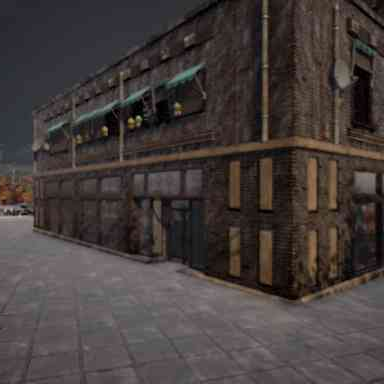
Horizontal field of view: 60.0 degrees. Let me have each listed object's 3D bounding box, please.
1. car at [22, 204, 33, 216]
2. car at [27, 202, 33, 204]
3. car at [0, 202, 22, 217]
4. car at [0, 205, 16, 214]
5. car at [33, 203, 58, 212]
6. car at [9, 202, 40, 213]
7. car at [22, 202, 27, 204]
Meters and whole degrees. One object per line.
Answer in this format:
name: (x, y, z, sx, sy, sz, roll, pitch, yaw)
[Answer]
car: (-25.898, 2.867, 49.141, 4.792, 1.488, 2.163, 0, -2, 20)
car: (-24.043, 2.938, 54.400, 4.553, 1.767, 2.185, 0, -2, 20)
car: (-26.849, 2.587, 46.530, 4.553, 1.767, 2.185, 0, -3, 20)
car: (-35.235, 3.139, 61.255, 5.366, 1.575, 1.946, 0, -2, 20)
car: (-31.613, 3.334, 71.811, 4.553, 1.767, 2.185, 0, -1, 20)
car: (-33.521, 3.066, 66.572, 5.566, 2.045, 2.435, 0, -2, 20)
car: (-34.459, 3.233, 63.939, 5.008, 1.535, 2.097, 0, -2, 20)
